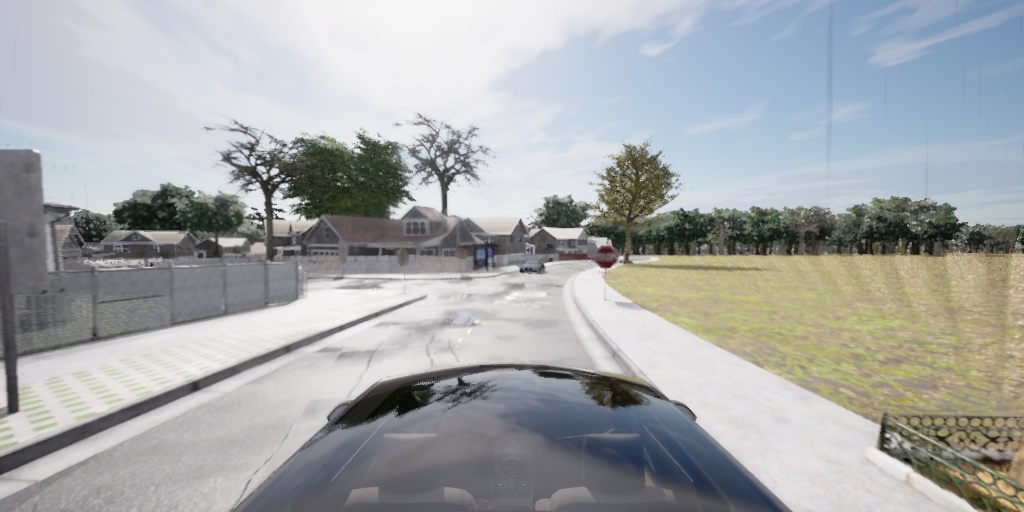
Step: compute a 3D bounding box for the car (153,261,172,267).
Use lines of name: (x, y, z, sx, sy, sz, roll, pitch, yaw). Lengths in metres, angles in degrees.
car: (-42.711, 1.330, 44.006, 1.994, 1.385, 4.181, -2, 2, -44)

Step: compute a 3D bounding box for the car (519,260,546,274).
car: (2.069, 1.071, 35.510, 1.994, 1.385, 4.181, 1, 2, 16)
